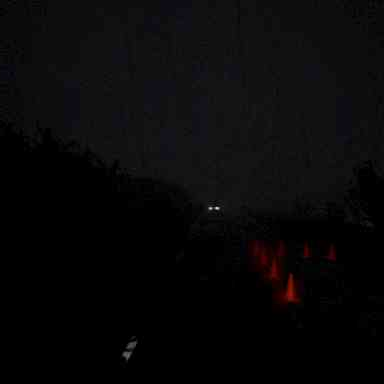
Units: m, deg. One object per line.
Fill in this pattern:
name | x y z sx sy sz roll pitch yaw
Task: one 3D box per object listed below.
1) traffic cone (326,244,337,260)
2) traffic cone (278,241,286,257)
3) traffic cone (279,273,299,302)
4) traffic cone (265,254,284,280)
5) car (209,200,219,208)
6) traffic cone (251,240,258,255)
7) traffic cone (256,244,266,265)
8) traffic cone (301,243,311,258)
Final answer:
traffic cone | 5.618 2.389 13.389 0.340 0.580 0.340 3 -1 4
traffic cone | 3.624 2.298 13.517 0.340 0.580 0.340 3 -1 4
traffic cone | 2.249 2.157 7.593 0.340 0.580 0.340 3 -1 4
traffic cone | 2.375 2.189 9.589 0.340 0.580 0.340 3 -1 4
car | 5.074 2.685 77.067 2.097 1.767 4.553 3 -1 4
traffic cone | 2.627 2.252 13.581 0.340 0.580 0.340 3 -1 4
traffic cone | 2.501 2.220 11.585 0.340 0.580 0.340 3 -1 4
traffic cone | 4.621 2.343 13.453 0.340 0.580 0.340 3 -1 4
